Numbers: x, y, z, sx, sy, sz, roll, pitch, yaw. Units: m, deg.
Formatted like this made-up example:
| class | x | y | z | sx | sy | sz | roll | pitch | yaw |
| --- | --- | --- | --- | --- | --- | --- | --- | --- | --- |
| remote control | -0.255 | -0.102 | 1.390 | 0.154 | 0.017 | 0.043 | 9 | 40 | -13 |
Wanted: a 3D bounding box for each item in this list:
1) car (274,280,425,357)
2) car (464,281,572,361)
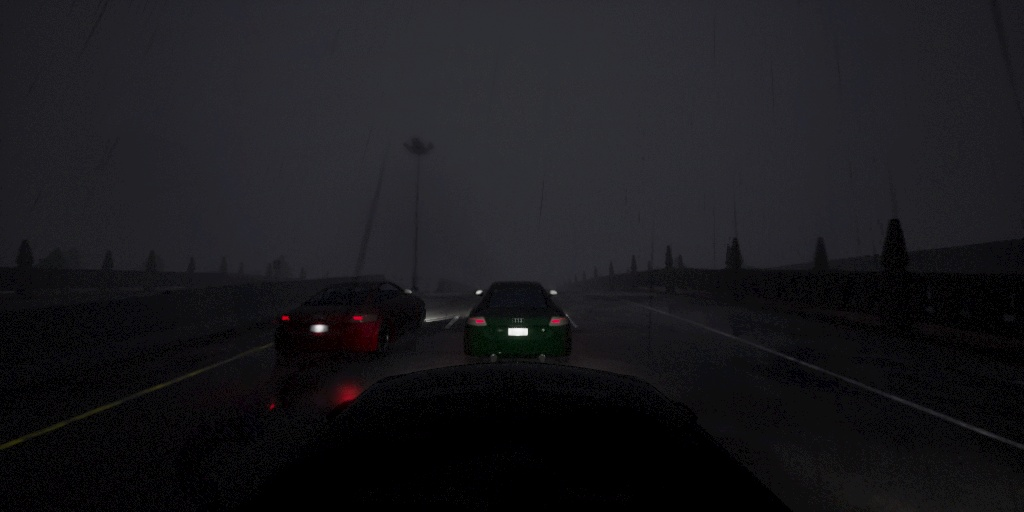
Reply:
| class | x | y | z | sx | sy | sz | roll | pitch | yaw |
| --- | --- | --- | --- | --- | --- | --- | --- | --- | --- |
| car | -3.399 | 1.245 | 8.328 | 1.994 | 1.385 | 4.181 | 0 | 0 | 0 |
| car | 0.101 | 1.245 | 8.053 | 1.994 | 1.385 | 4.181 | 0 | 0 | 0 |
